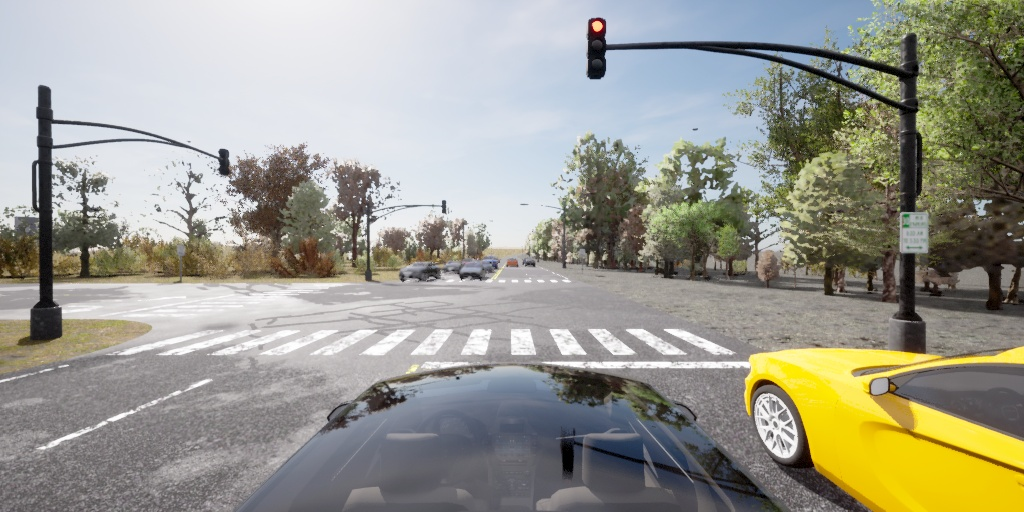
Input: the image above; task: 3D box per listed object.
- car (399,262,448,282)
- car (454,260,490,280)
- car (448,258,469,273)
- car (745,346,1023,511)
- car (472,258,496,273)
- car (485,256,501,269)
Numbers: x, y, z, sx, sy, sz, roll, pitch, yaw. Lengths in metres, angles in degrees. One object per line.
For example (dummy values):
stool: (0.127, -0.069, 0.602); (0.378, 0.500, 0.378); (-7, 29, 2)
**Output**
car: (-7.297, 1.227, 28.934); (2.128, 1.511, 4.902); (0, -1, 11)
car: (-3.352, 1.297, 31.091); (2.033, 1.411, 5.357); (0, 0, 0)
car: (-6.601, 1.241, 41.016); (2.128, 1.511, 4.902); (0, 0, 0)
car: (3.363, 1.195, 1.727); (1.882, 1.535, 5.008); (0, 1, 0)
car: (-3.349, 1.314, 42.601); (1.994, 1.385, 4.181); (0, 0, 0)
car: (-3.342, 0.973, 55.447); (2.150, 2.045, 5.566); (0, 0, 0)
